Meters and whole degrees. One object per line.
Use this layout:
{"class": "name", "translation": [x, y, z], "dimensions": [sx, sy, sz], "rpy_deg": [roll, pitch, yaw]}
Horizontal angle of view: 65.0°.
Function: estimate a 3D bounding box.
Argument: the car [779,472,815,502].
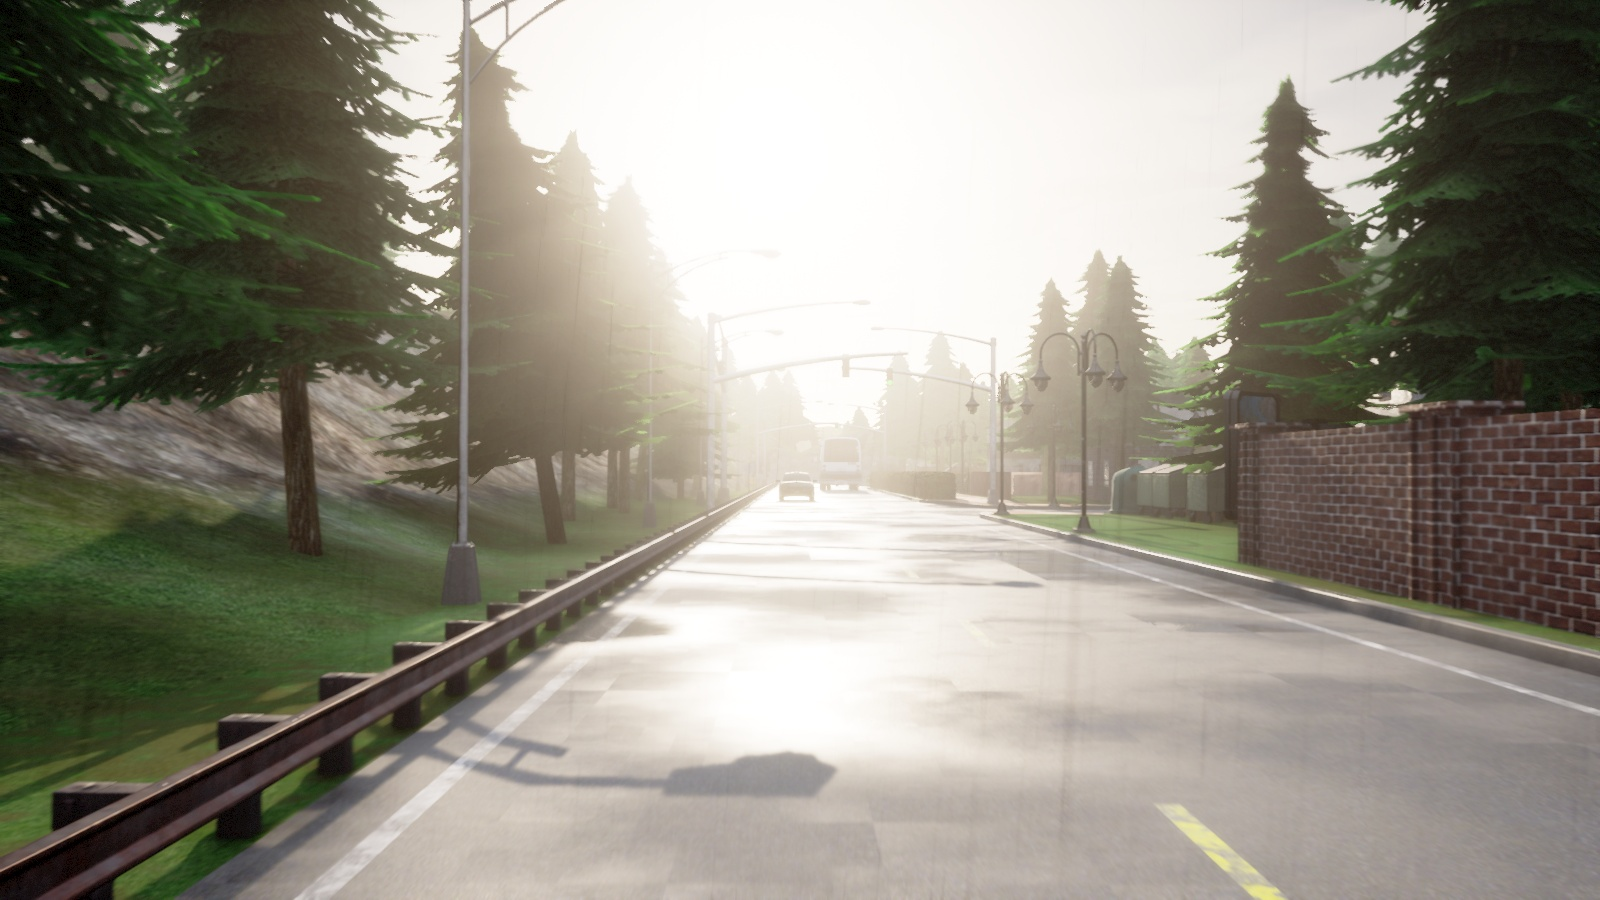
{"class": "car", "translation": [-0.162, 1.941, 66.954], "dimensions": [1.837, 1.490, 4.892], "rpy_deg": [0, -1, 0]}
